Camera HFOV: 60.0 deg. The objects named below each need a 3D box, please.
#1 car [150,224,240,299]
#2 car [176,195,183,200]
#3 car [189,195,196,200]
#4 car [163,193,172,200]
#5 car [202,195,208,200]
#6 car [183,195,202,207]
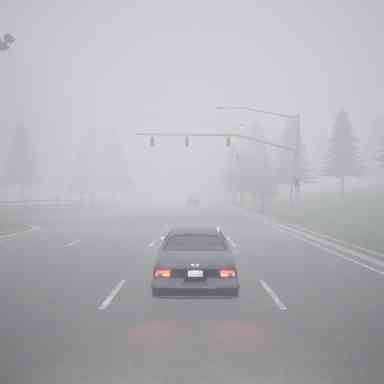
[{"bbox_3d":[0.079,1.547,8.633,2.033,1.411,5.357,0,0,1],"label":"car"},{"bbox_3d":[-3.356,1.524,94.154,1.812,1.442,4.674,0,0,0],"label":"car"},{"bbox_3d":[0.144,1.540,94.148,2.033,1.411,5.357,0,0,0],"label":"car"},{"bbox_3d":[-6.856,1.225,94.189,2.150,2.045,5.566,0,0,0],"label":"car"},{"bbox_3d":[3.644,1.500,94.143,1.837,1.490,4.892,0,0,0],"label":"car"},{"bbox_3d":[0.078,1.352,52.672,2.097,1.767,4.553,0,0,0],"label":"car"}]
